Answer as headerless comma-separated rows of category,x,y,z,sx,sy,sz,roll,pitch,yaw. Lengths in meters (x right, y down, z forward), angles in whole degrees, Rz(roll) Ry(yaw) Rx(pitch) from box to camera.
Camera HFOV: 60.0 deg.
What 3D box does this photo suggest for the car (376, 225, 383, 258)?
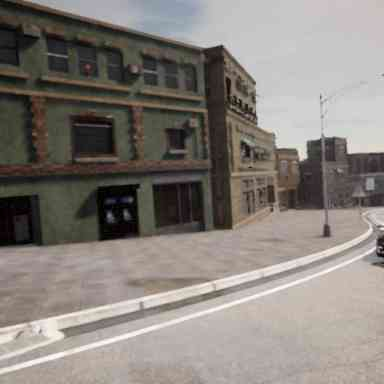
car,8.405,1.615,12.655,1.837,1.490,4.892,-1,-1,39
